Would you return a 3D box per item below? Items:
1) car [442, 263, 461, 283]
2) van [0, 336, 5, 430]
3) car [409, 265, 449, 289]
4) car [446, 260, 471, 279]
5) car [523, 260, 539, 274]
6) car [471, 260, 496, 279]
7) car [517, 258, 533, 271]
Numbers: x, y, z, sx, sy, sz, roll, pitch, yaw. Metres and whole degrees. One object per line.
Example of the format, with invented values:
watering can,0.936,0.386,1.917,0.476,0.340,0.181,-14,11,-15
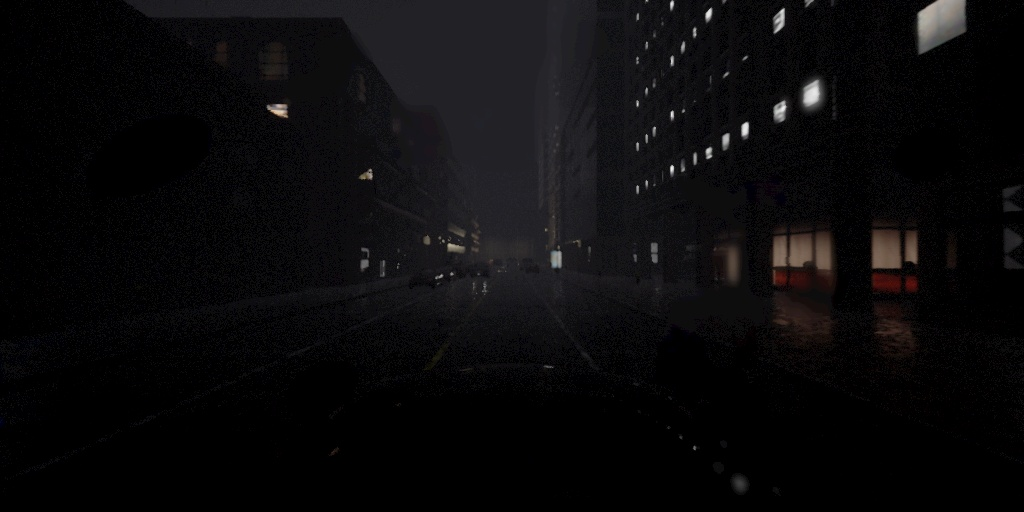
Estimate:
car,-5.696,1.499,29.924,1.802,1.307,4.207,0,0,0
van,-5.690,1.091,1.683,1.690,1.789,3.998,0,0,0
car,-5.695,1.464,24.276,1.802,1.307,4.207,0,0,0
car,-5.697,1.267,35.573,2.192,1.841,5.009,0,0,0
car,2.682,1.549,47.042,1.751,1.417,4.829,0,0,0
car,-3.100,1.447,35.949,2.128,1.511,4.902,0,0,0
car,2.383,1.321,57.715,2.150,2.045,5.566,0,0,0
